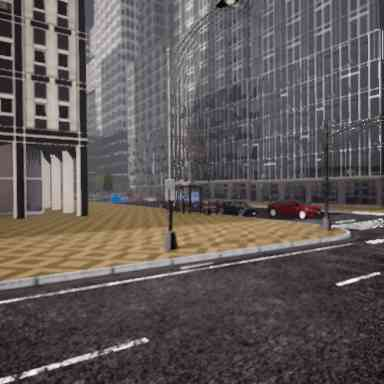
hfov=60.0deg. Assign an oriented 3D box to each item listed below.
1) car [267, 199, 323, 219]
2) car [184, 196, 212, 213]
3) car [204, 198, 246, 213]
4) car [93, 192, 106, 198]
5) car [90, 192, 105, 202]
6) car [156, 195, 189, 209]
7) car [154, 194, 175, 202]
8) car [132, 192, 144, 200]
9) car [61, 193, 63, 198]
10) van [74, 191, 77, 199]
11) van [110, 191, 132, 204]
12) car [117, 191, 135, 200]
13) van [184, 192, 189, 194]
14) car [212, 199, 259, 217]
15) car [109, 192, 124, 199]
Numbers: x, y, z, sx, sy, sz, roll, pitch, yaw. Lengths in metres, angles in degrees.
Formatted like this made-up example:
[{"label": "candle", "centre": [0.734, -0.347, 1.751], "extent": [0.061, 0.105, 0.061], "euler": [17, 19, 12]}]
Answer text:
[{"label": "car", "centre": [8.711, 1.376, 28.523], "extent": [1.882, 1.535, 5.008], "euler": [-1, 1, -34]}, {"label": "car", "centre": [0.943, 1.430, 35.135], "extent": [1.802, 1.307, 4.206], "euler": [0, 1, -34]}, {"label": "car", "centre": [3.500, 1.416, 36.173], "extent": [1.895, 1.301, 4.718], "euler": [-1, 1, -34]}, {"label": "car", "centre": [-24.095, 0.748, 86.855], "extent": [2.008, 1.369, 4.403], "euler": [0, 1, -34]}, {"label": "car", "centre": [-18.195, 1.083, 63.357], "extent": [2.008, 1.369, 4.403], "euler": [0, 1, -34]}, {"label": "car", "centre": [-2.214, 1.362, 39.861], "extent": [1.947, 1.339, 4.313], "euler": [0, 1, -34]}, {"label": "car", "centre": [-4.863, 1.101, 58.695], "extent": [1.802, 1.307, 4.206], "euler": [0, 1, -34]}, {"label": "car", "centre": [-11.274, 0.994, 68.082], "extent": [1.802, 1.307, 4.206], "euler": [0, 1, -34]}, {"label": "car", "centre": [-31.015, 0.757, 82.130], "extent": [1.967, 1.590, 4.097], "euler": [0, 1, -34]}, {"label": "van", "centre": [-27.810, 0.712, 77.435], "extent": [1.690, 1.788, 3.998], "euler": [0, 1, -34]}, {"label": "van", "centre": [-11.784, 0.980, 53.968], "extent": [1.690, 1.788, 3.998], "euler": [0, 1, -34]}, {"label": "car", "centre": [-14.479, 0.674, 72.773], "extent": [2.192, 1.841, 5.009], "euler": [0, 1, -34]}, {"label": "van", "centre": [-1.659, 0.913, 53.998], "extent": [1.690, 1.788, 3.998], "euler": [0, 1, -34]}, {"label": "car", "centre": [4.135, 1.465, 30.429], "extent": [1.947, 1.339, 4.313], "euler": [0, 1, -34]}, {"label": "car", "centre": [-17.685, 0.745, 77.467], "extent": [1.967, 1.590, 4.097], "euler": [0, 1, -34]}]
